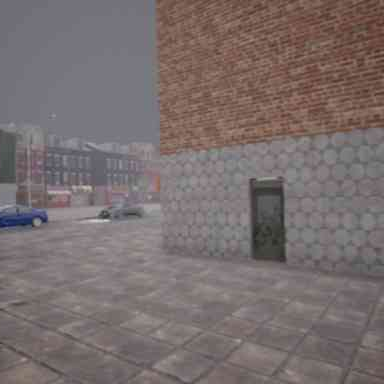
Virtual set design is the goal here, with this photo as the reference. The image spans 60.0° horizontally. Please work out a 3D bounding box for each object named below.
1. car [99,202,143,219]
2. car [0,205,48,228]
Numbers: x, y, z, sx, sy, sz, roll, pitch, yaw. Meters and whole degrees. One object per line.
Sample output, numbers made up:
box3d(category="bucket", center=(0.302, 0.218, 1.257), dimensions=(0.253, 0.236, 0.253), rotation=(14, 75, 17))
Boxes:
box3d(category="car", center=(-6.213, 1.616, 29.563), dimensions=(1.994, 1.385, 4.181), rotation=(-2, -1, 35))
box3d(category="car", center=(-11.899, 1.635, 21.491), dimensions=(1.882, 1.535, 5.008), rotation=(-2, -1, 35))
